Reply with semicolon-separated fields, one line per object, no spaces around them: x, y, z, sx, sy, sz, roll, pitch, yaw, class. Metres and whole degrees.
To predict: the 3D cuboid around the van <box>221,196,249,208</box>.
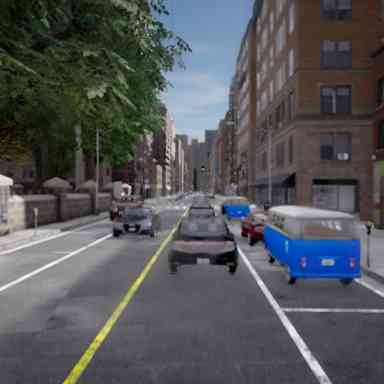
3.495;1.263;26.203;1.690;1.788;3.998;0;0;1;van

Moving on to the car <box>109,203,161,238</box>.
-2.689;1.496;17.144;1.994;1.385;4.181;0;0;2;car

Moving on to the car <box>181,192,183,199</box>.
-3.784;1.237;75.502;2.008;1.369;4.403;0;0;1;car

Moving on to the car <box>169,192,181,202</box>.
-3.926;1.233;69.884;1.752;1.417;4.829;0;0;1;car

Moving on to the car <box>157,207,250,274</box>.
0.340;1.459;10.484;2.128;1.511;4.902;0;0;1;car

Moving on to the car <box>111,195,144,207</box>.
-5.028;1.204;26.379;2.192;1.841;5.009;0;0;1;car

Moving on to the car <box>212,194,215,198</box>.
5.015;1.119;86.221;1.967;1.590;4.097;0;0;1;car

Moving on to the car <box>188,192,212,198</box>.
0.944;1.215;38.288;2.097;1.767;4.553;0;0;2;car

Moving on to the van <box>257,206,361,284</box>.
3.064;1.322;9.227;1.690;1.788;3.998;0;0;1;van

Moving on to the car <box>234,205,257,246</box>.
3.208;1.507;14.887;1.887;1.381;4.507;0;0;1;car

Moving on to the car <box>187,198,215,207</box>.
0.692;1.408;24.418;2.128;1.511;4.902;0;0;1;car
